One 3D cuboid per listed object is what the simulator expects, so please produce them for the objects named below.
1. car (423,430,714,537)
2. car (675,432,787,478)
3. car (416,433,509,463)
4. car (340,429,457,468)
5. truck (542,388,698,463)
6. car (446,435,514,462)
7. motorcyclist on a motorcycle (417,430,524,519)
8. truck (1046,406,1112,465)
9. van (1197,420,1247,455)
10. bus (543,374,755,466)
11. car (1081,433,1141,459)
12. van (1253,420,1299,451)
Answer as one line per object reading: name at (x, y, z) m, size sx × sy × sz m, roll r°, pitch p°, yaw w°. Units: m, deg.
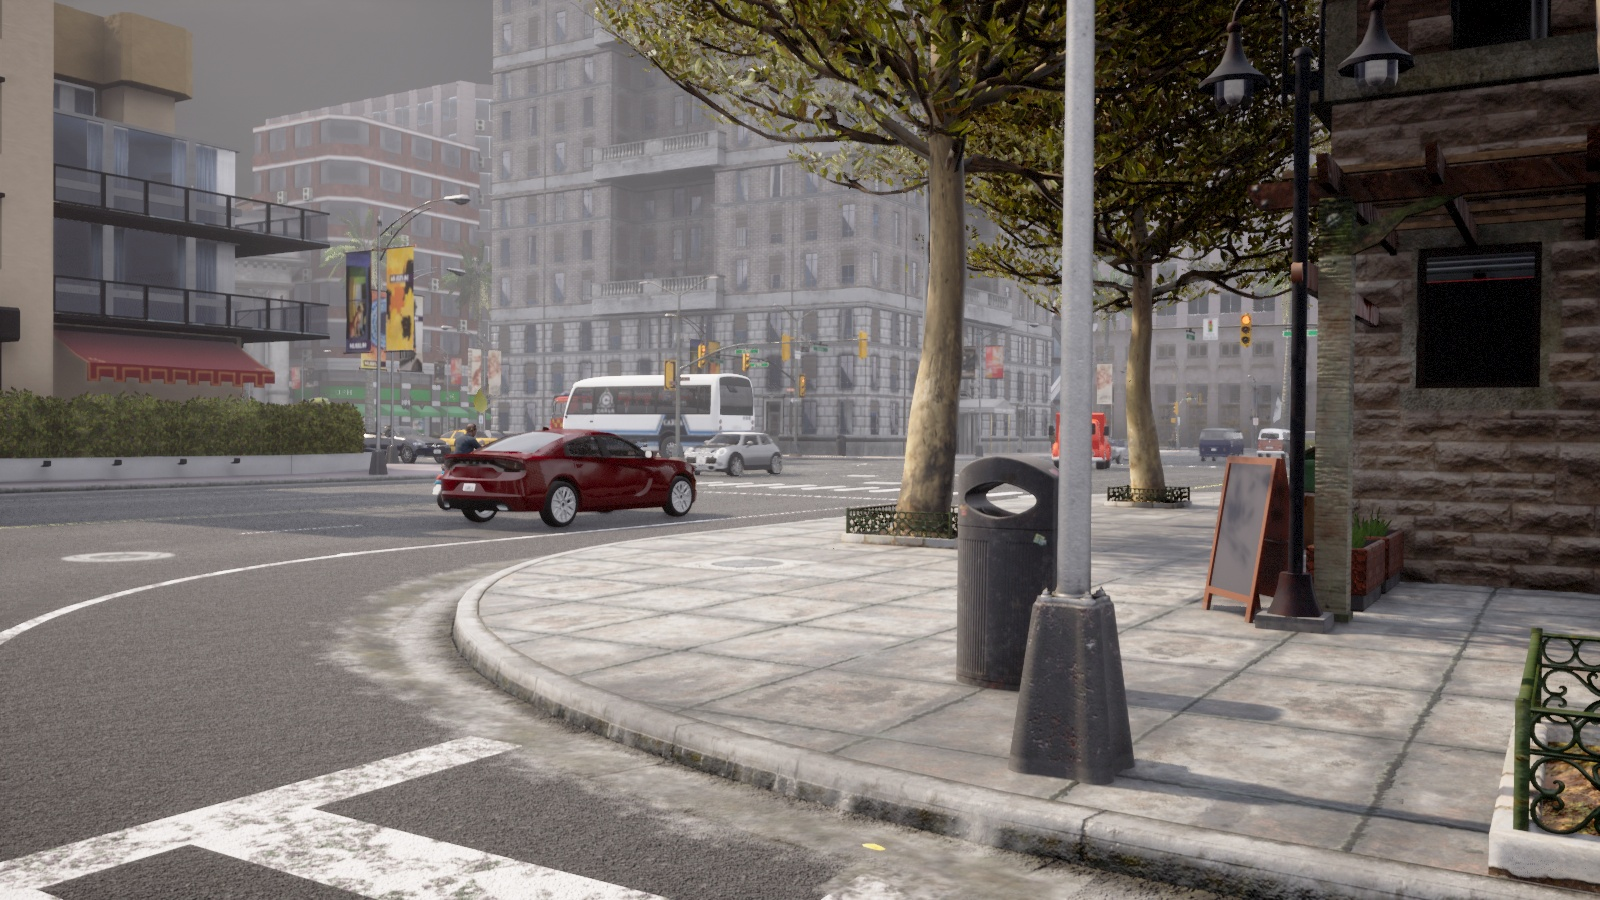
car at (-3.656, 0.456, 20.880) m, size 1.882 × 1.535 × 5.008 m, roll 0°, pitch 1°, yaw 31°
car at (-2.309, 0.129, 42.984) m, size 1.970 × 1.475 × 3.806 m, roll 0°, pitch 1°, yaw 32°
car at (-18.734, -0.114, 69.561) m, size 5.366 × 1.575 × 1.801 m, roll 0°, pitch 1°, yaw 32°
car at (-17.737, -0.089, 55.376) m, size 5.027 × 1.651 × 2.152 m, roll 0°, pitch 1°, yaw 32°
truck at (-9.827, -1.278, 68.100) m, size 8.468 × 3.827 × 2.891 m, roll 0°, pitch 1°, yaw 32°
car at (-18.822, -0.096, 73.746) m, size 3.633 × 1.501 × 1.845 m, roll 0°, pitch 1°, yaw 32°
motorcyclist on a motorcycle at (-6.130, 0.418, 23.472) m, size 0.866 × 1.590 × 1.817 m, roll 0°, pitch 1°, yaw 32°
truck at (12.347, -0.624, 55.319) m, size 2.627 × 2.467 × 5.204 m, roll 0°, pitch 1°, yaw 15°
van at (24.713, -0.744, 73.428) m, size 1.775 × 1.987 × 4.442 m, roll 0°, pitch 1°, yaw 32°
bus at (-7.623, -1.434, 62.590) m, size 10.273 × 4.253 × 3.944 m, roll 0°, pitch 1°, yaw 32°
car at (16.508, -0.229, 66.570) m, size 1.895 × 1.301 × 4.718 m, roll 0°, pitch 1°, yaw 29°
van at (32.652, -1.019, 86.102) m, size 2.069 × 2.038 × 4.480 m, roll 0°, pitch 1°, yaw 32°
